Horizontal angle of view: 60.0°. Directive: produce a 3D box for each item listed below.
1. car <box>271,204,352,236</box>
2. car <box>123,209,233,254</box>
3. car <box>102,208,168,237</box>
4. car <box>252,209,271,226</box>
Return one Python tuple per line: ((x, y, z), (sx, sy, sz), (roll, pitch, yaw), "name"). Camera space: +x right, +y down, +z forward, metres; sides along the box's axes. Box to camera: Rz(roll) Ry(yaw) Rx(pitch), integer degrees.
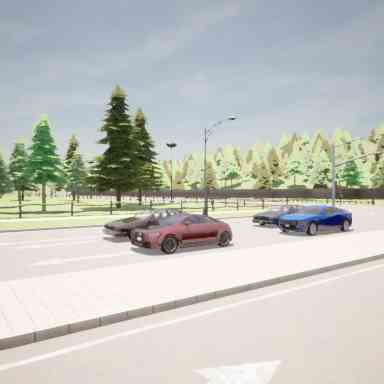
((6.990, 1.478, 18.700), (5.008, 1.535, 1.882), (0, 0, -35), "car")
((-0.345, 1.564, 13.546), (4.181, 1.385, 1.994), (0, 0, -36), "car")
((-1.705, 1.547, 16.869), (5.357, 1.411, 2.033), (0, 0, -35), "car")
((6.531, 1.547, 22.643), (5.357, 1.411, 2.033), (0, 0, -35), "car")
